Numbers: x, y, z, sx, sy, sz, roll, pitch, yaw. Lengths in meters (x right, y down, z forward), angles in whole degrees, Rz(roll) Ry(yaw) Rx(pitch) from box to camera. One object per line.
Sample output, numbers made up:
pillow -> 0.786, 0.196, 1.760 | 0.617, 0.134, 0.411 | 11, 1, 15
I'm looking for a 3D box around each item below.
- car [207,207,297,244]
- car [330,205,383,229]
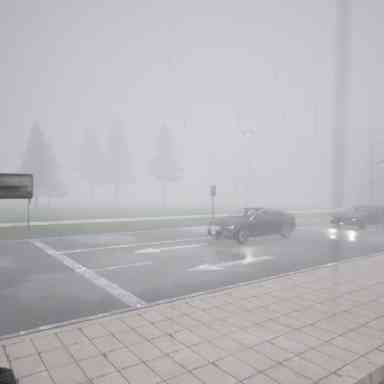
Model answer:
car -> 2.929, 1.492, 15.901 | 4.902, 1.511, 2.128 | 0, 0, -35
car -> 11.327, 1.547, 21.850 | 5.357, 1.411, 2.033 | 0, 0, -35
